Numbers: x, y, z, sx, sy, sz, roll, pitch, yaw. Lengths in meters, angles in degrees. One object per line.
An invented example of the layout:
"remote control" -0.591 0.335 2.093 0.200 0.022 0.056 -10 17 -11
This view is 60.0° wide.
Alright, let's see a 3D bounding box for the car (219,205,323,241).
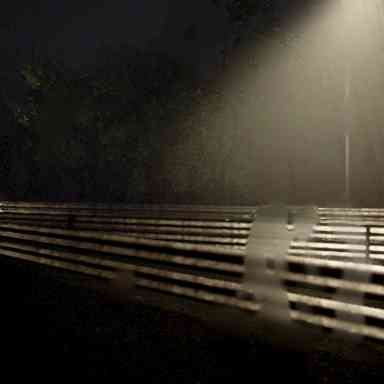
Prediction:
"car" 3.535 1.390 15.194 4.553 1.767 2.097 0 0 21
